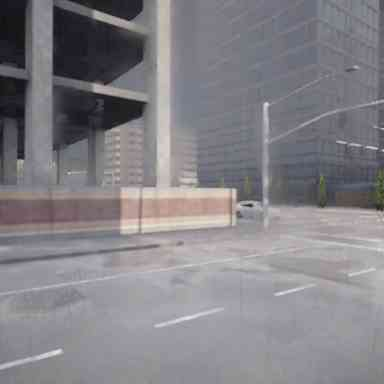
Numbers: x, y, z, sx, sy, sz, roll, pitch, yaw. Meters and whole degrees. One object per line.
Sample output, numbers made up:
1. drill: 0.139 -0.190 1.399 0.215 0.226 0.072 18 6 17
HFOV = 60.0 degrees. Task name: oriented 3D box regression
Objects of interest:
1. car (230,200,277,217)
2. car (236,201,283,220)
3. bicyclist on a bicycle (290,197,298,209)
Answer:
1. car: 6.173 1.620 33.935 1.812 1.442 4.674 0 0 -36
2. car: 5.603 1.607 28.762 1.812 1.442 4.674 0 0 -36
3. bicyclist on a bicycle: 13.571 1.441 44.131 1.656 1.620 0.582 0 0 -36
